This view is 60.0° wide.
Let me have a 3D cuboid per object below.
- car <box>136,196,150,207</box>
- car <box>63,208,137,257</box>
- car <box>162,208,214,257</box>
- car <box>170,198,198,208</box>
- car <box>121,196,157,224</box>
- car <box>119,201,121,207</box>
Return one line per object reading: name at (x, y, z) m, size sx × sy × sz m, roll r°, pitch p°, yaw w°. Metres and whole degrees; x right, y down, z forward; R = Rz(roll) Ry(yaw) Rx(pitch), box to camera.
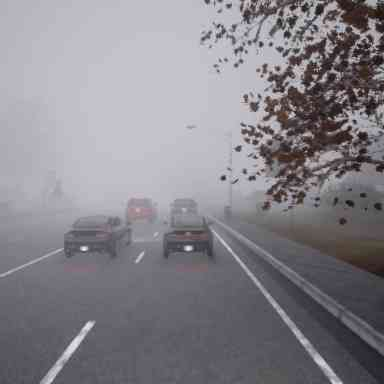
car at (-9.640, 1.899, 65.292) m, size 2.150 × 2.045 × 5.566 m, roll 0°, pitch -1°, yaw -3°
car at (-3.662, 1.649, 13.578) m, size 1.837 × 1.490 × 4.892 m, roll 0°, pitch 0°, yaw -1°
car at (-0.163, 1.650, 13.654) m, size 1.837 × 1.490 × 4.892 m, roll 0°, pitch 0°, yaw -1°
car at (-0.668, 1.514, 27.804) m, size 2.150 × 2.045 × 5.566 m, roll 0°, pitch 0°, yaw -2°
car at (-4.166, 1.512, 27.670) m, size 2.150 × 2.045 × 5.566 m, roll 0°, pitch 0°, yaw -2°
car at (-13.145, 2.234, 65.358) m, size 1.994 × 1.385 × 4.181 m, roll 0°, pitch -1°, yaw -3°
